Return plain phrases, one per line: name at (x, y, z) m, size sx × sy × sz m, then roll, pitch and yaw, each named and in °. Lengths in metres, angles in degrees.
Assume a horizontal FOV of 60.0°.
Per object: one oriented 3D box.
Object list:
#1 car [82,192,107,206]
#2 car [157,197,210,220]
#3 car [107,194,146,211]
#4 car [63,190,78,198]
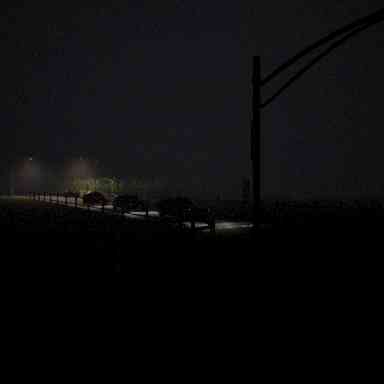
car at (-11.701, 0.815, 40.026) m, size 1.812 × 1.442 × 4.674 m, roll 0°, pitch 1°, yaw -35°
car at (-0.708, 1.114, 24.192) m, size 1.882 × 1.535 × 5.008 m, roll 0°, pitch 1°, yaw -35°
car at (-6.101, 0.970, 31.951) m, size 1.837 × 1.490 × 4.892 m, roll 0°, pitch 1°, yaw -35°
car at (-22.519, 0.355, 62.029) m, size 1.882 × 1.535 × 5.008 m, roll 0°, pitch 1°, yaw -35°
